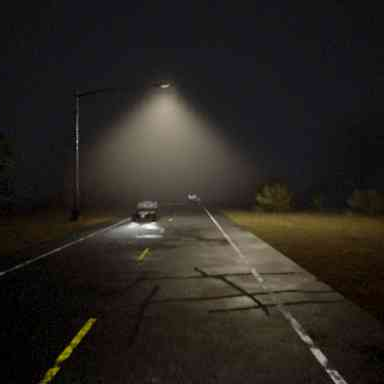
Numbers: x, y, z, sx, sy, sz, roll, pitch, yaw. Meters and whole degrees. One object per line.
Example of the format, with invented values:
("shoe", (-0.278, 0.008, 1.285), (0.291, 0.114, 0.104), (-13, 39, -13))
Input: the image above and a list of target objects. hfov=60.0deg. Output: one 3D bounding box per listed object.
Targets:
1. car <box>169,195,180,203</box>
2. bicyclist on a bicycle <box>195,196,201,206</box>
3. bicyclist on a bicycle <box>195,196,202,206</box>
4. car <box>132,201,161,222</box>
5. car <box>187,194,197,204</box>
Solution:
("car", (-3.506, 1.429, 67.846), (1.882, 1.535, 5.008), (0, 0, 0))
("bicyclist on a bicycle", (0.956, 1.415, 53.662), (0.866, 1.612, 1.509), (0, 0, 0))
("bicyclist on a bicycle", (0.958, 1.427, 45.833), (0.866, 1.612, 1.509), (0, -1, 0))
("car", (-3.599, 1.496, 26.832), (2.128, 1.511, 4.902), (0, 0, 0))
("car", (0.013, 1.567, 61.622), (1.895, 1.301, 4.718), (0, 0, 0))
